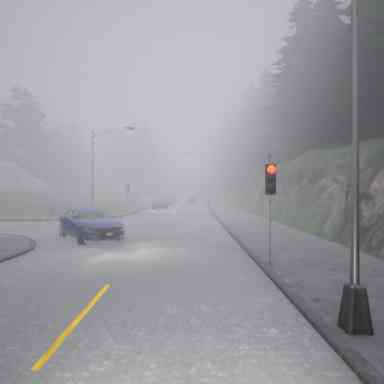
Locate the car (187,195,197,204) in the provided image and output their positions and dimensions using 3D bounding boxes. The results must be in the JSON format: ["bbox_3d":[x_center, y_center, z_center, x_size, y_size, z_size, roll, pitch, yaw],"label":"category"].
[{"bbox_3d":[0.056,1.477,63.493,1.882,1.535,5.008,0,0,0],"label":"car"}]

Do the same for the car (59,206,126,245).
[{"bbox_3d":[-4.824,1.478,15.796,1.882,1.535,5.008,2,-1,-35],"label":"car"}]

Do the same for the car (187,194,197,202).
[{"bbox_3d":[-0.049,1.354,73.585,2.097,1.767,4.553,0,0,0],"label":"car"}]

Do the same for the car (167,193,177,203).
[{"bbox_3d":[-4.086,1.221,64.426,2.150,2.045,5.566,0,0,0],"label":"car"}]

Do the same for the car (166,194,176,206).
[{"bbox_3d":[-4.128,1.477,53.746,1.882,1.535,5.008,0,0,0],"label":"car"}]

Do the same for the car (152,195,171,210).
[{"bbox_3d":[-4.115,1.525,43.455,1.812,1.442,4.674,0,0,0],"label":"car"}]
